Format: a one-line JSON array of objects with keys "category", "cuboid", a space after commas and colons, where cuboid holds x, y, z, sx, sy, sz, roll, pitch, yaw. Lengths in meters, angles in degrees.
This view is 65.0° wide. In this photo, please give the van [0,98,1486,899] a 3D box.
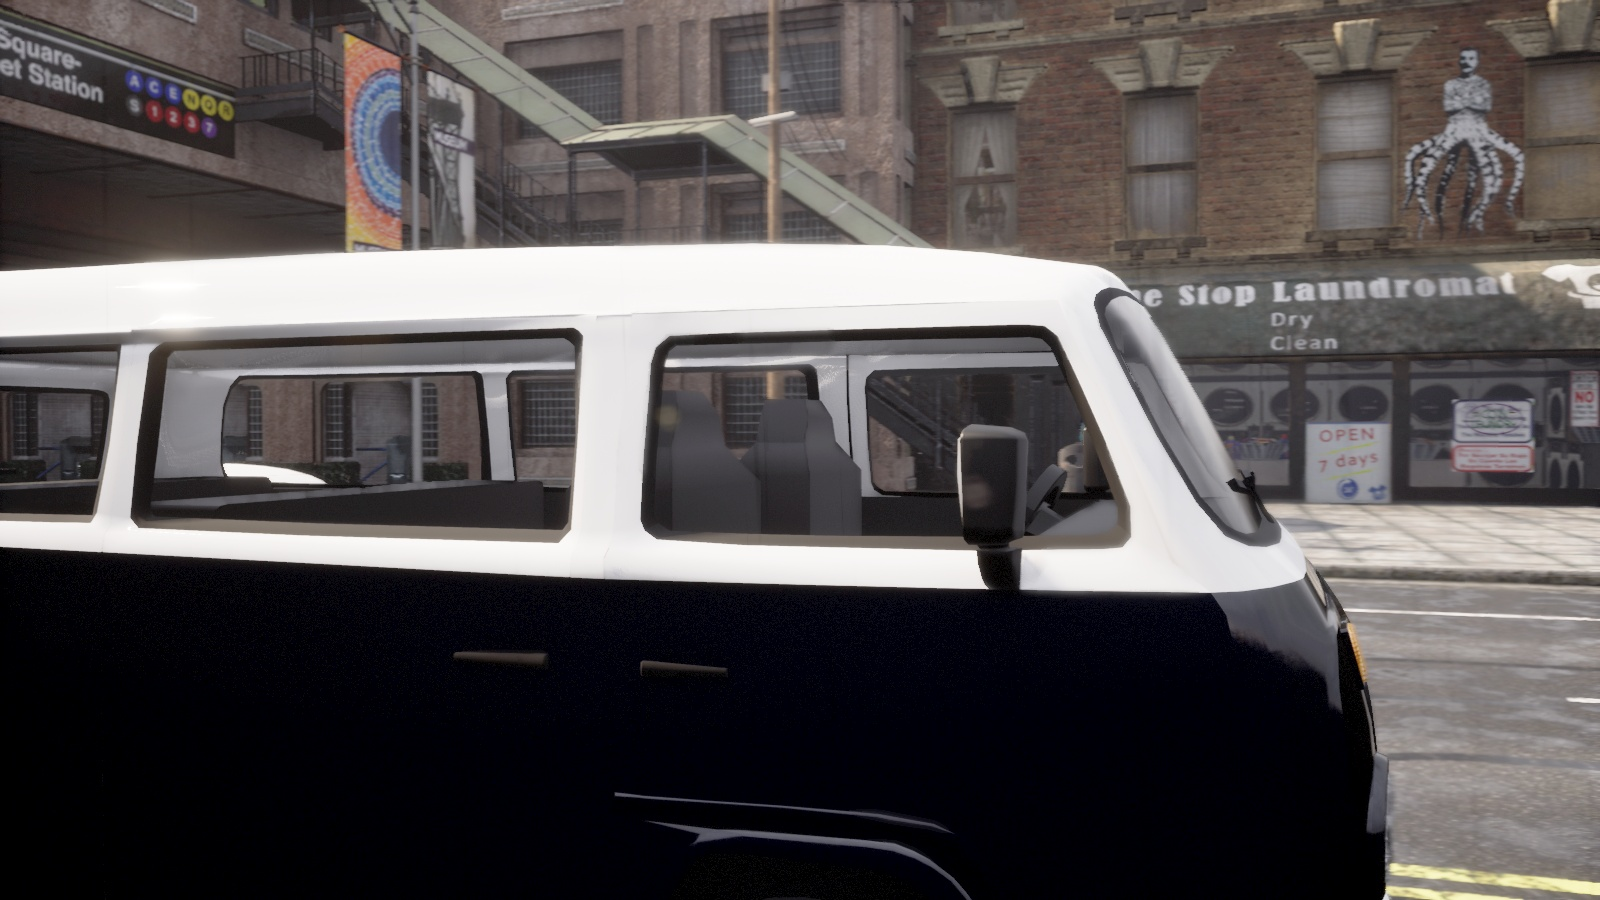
[{"category": "van", "cuboid": [-0.836, 0.491, 3.471, 4.480, 2.038, 2.069, 1, 1, 19]}]
